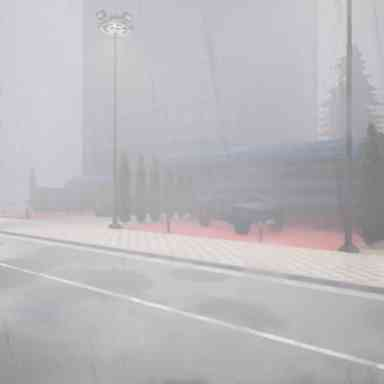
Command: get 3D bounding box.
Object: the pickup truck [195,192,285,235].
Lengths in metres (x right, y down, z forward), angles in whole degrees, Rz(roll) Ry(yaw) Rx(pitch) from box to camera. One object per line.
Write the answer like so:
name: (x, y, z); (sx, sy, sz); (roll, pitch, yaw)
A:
pickup truck: (2.382, 1.021, 18.291); (2.390, 2.098, 6.274); (0, 0, -24)
